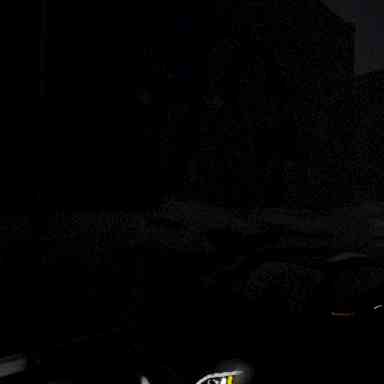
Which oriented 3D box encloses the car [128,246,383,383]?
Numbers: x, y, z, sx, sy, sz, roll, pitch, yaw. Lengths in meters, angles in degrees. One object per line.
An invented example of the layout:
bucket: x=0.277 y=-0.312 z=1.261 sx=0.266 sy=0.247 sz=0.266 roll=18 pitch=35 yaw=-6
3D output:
car: x=1.463 y=1.529 z=4.473 sx=4.674 sy=1.442 sz=1.812 roll=0 pitch=0 yaw=-36
